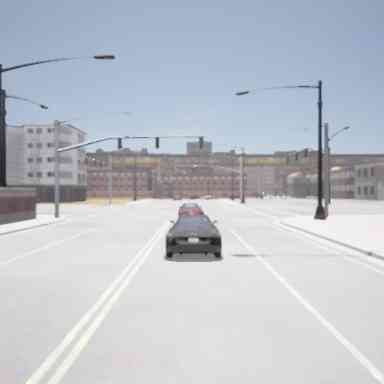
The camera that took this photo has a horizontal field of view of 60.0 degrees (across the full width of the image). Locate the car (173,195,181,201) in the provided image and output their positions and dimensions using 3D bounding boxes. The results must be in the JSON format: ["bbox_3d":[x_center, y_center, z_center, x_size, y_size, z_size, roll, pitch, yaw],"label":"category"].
[{"bbox_3d":[-3.491,1.443,79.037,1.812,1.442,4.674,0,0,0],"label":"car"}]

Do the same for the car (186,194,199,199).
[{"bbox_3d":[0.152,1.427,94.540,2.128,1.511,4.902,0,0,31],"label":"car"}]

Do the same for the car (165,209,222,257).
[{"bbox_3d":[0.065,1.548,12.839,1.994,1.385,4.181,0,0,0],"label":"car"}]

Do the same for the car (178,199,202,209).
[{"bbox_3d":[-0.130,1.529,26.161,1.994,1.385,4.181,0,0,-2],"label":"car"}]
